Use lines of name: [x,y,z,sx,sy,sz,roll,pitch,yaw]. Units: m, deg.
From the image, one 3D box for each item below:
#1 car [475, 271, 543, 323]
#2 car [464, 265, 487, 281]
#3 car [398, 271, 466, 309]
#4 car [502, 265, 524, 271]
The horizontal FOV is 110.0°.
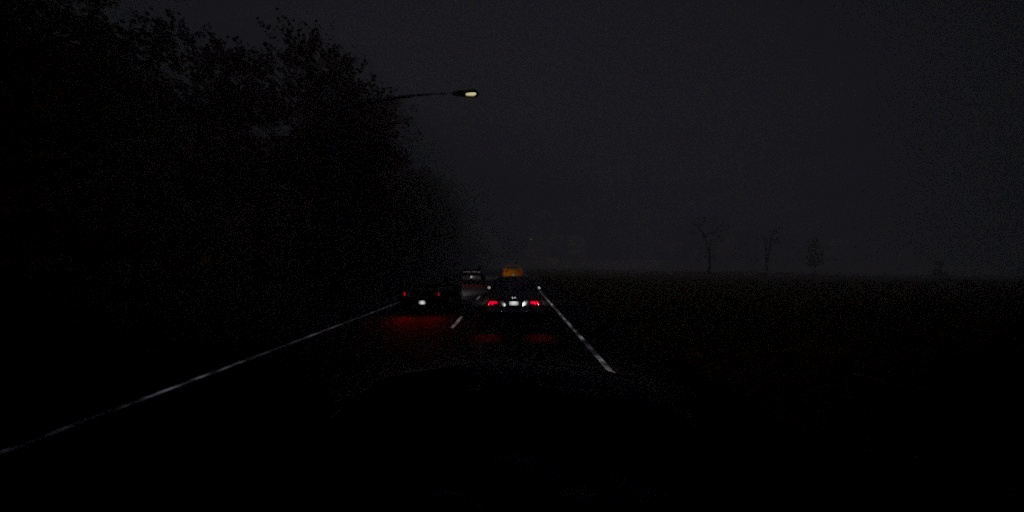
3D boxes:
car: [0.070,1.416,12.694,2.033,1.411,5.357,0,-1,0]
car: [-3.402,1.574,32.651,2.128,1.511,4.902,0,-1,0]
car: [-3.413,1.503,15.896,1.895,1.301,4.718,0,-1,0]
car: [0.103,1.577,34.207,1.882,1.535,5.008,0,-1,0]
